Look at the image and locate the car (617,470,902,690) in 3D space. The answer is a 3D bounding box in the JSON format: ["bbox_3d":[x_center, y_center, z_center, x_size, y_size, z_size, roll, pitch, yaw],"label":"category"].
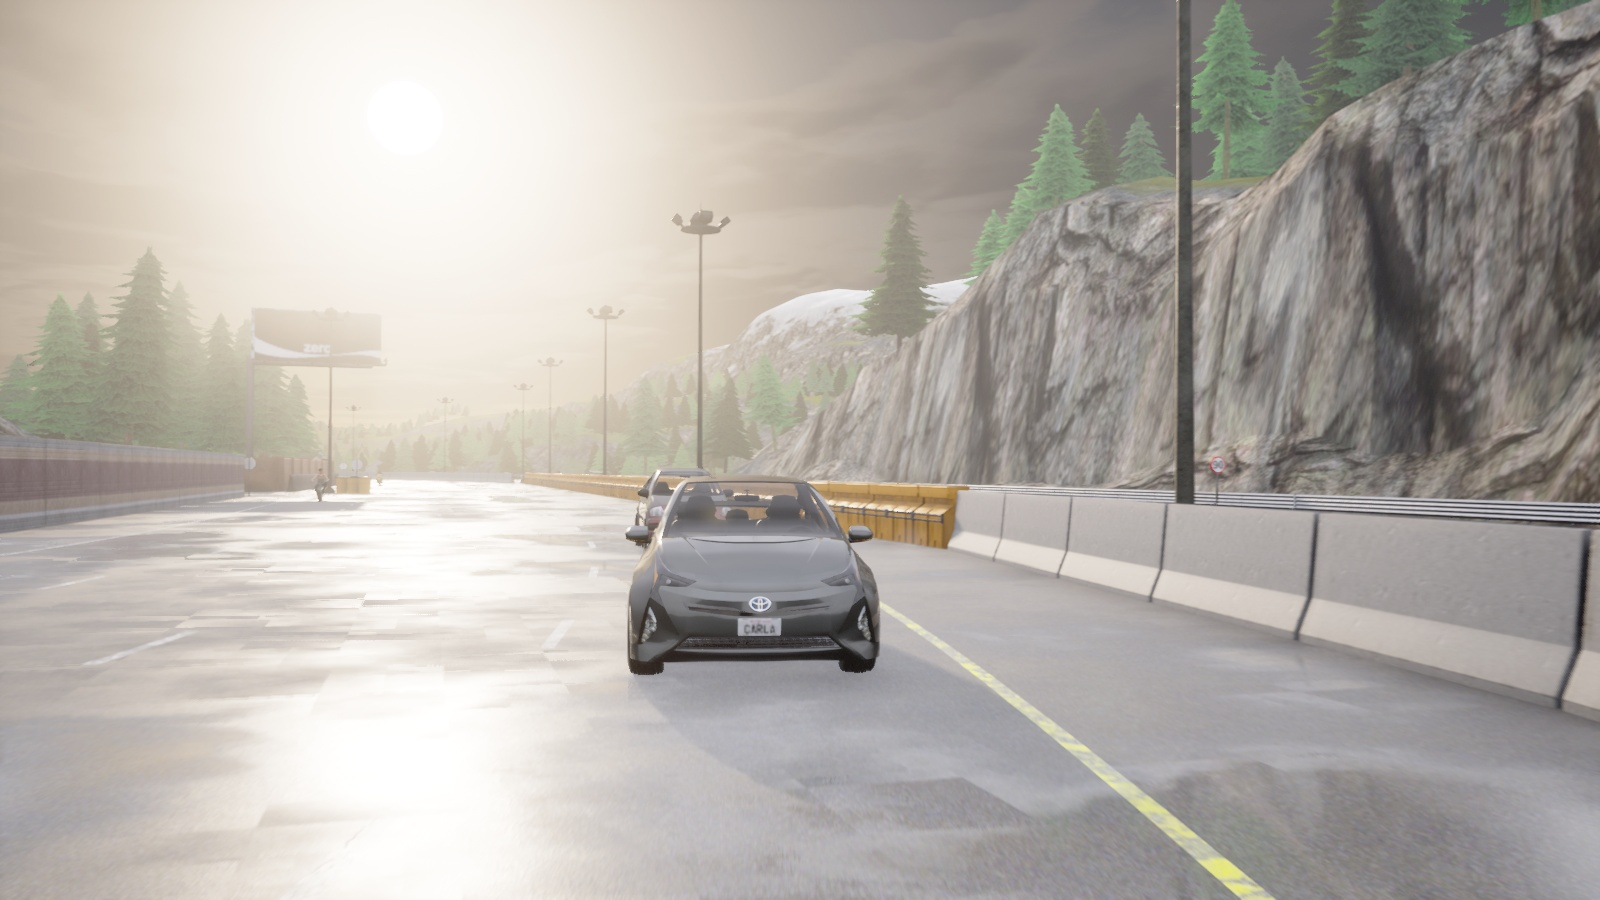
[{"bbox_3d":[-0.490,0.950,11.118,2.007,1.525,4.514,0,-1,-5],"label":"car"}]

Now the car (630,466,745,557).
[{"bbox_3d":[-2.290,1.136,24.672,1.851,1.617,3.988,0,-1,-11],"label":"car"}]
